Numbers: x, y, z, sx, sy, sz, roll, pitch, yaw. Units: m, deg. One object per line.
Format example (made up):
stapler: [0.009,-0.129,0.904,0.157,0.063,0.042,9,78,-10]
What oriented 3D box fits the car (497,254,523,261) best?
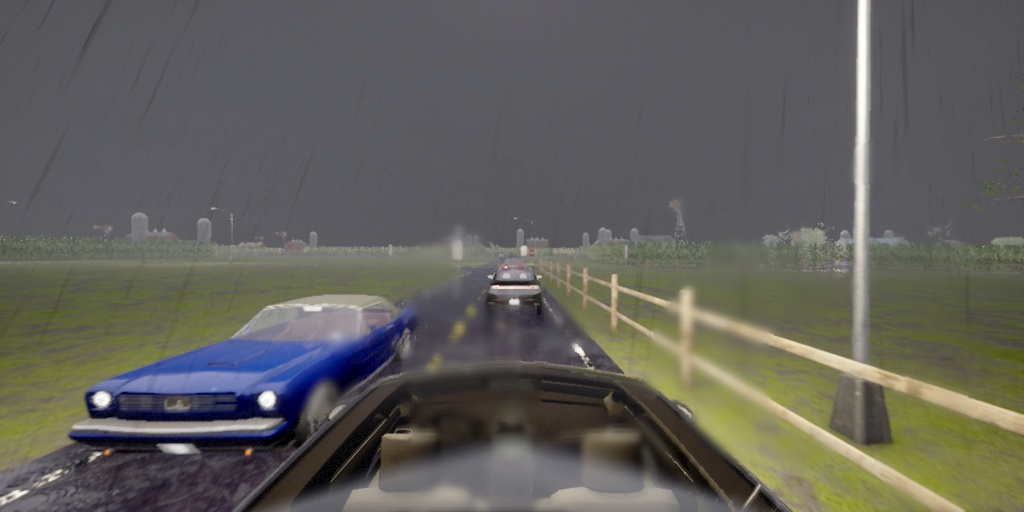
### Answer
car: [0.110,0.808,27.697,2.097,1.767,4.553,0,1,0]

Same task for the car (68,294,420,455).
car: [-2.849,1.312,5.259,1.895,1.301,4.718,0,1,0]

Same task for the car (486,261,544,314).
car: [0.103,1.117,13.008,2.128,1.511,4.902,0,1,0]
